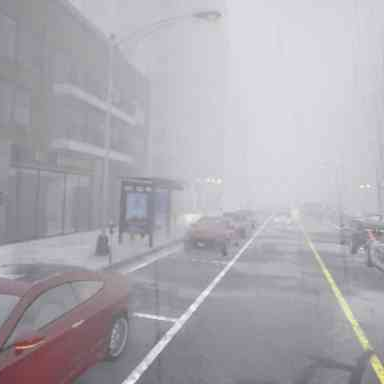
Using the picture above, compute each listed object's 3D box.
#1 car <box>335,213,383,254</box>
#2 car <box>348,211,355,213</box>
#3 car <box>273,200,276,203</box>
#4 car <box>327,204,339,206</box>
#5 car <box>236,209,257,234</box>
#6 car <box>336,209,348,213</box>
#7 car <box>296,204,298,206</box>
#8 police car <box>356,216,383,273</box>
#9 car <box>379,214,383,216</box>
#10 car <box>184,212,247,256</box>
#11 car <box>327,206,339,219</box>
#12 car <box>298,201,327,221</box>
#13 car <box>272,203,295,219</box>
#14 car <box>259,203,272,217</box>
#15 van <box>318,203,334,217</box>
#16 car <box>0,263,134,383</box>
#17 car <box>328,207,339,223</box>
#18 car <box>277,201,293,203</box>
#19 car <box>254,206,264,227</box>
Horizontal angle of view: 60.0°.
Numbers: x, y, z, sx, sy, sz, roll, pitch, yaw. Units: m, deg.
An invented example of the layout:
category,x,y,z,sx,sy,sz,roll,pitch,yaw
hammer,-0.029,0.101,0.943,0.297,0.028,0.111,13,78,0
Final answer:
category,x,y,z,sx,sy,sz,roll,pitch,yaw
car,8.197,1.999,15.589,1.837,1.490,4.892,2,-1,16
car,12.185,2.168,22.475,1.967,1.590,4.097,2,0,16
car,11.517,2.386,51.366,1.967,1.590,4.097,2,0,16
car,18.213,2.489,43.730,2.192,1.841,5.009,2,0,16
car,2.476,1.842,19.477,1.947,1.339,4.313,2,0,16
car,13.686,2.390,27.788,2.008,1.369,4.403,2,0,16
car,16.985,2.775,49.917,1.895,1.301,4.718,2,-1,16
police car,6.595,1.801,9.924,1.930,1.638,5.238,2,-1,16
car,10.680,2.056,17.162,1.967,1.590,4.097,2,0,16
car,0.971,1.710,14.162,1.887,1.381,4.507,2,0,16
car,16.696,2.628,38.414,1.947,1.339,4.313,2,0,16
car,13.674,2.150,38.087,2.150,2.045,5.566,2,0,16
car,11.026,2.376,40.215,2.033,1.411,5.357,2,-1,16
car,8.499,2.305,40.735,1.802,1.307,4.206,2,0,16
van,19.717,2.627,49.043,1.690,1.788,3.998,2,0,16
car,-2.043,1.524,3.532,1.802,1.307,4.206,2,0,16
car,15.191,2.501,33.101,2.008,1.369,4.403,2,0,16
car,16.523,2.835,59.280,1.895,1.301,4.718,2,-1,16
car,3.982,1.954,24.791,1.947,1.339,4.313,2,0,16
